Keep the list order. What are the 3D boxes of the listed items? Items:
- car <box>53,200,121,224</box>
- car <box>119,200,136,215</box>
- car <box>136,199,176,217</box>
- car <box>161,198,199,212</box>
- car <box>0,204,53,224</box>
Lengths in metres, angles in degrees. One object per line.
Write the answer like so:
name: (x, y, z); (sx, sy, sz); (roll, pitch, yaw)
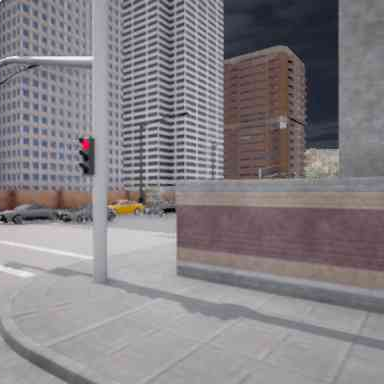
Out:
car: (-7.879, 1.597, 25.199); (1.994, 1.385, 4.181); (0, 0, 36)
car: (-7.007, 1.516, 32.353); (1.882, 1.535, 5.008); (0, 0, 36)
car: (-2.675, 1.524, 32.356); (2.128, 1.511, 4.902); (0, 0, 36)
car: (-1.389, 1.516, 40.063); (1.882, 1.535, 5.008); (0, 0, 36)
car: (-12.282, 1.602, 25.075); (1.994, 1.385, 4.181); (0, 0, 36)
